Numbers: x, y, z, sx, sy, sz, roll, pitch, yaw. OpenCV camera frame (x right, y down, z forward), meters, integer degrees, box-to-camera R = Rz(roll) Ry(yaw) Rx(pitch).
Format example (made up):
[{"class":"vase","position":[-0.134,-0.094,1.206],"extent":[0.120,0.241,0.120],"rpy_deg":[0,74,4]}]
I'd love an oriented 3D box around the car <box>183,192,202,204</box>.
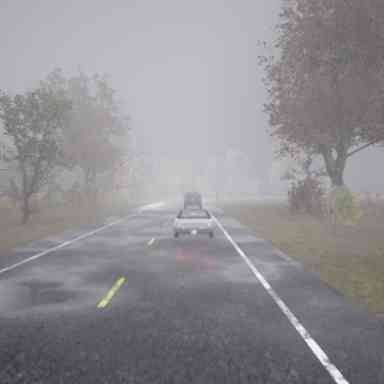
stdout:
[{"class":"car","position":[0.097,0.990,41.085],"extent":[2.150,2.045,5.566],"rpy_deg":[0,0,0]}]

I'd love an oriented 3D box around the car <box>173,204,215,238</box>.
[{"class":"car","position":[0.095,1.487,17.052],"extent":[1.895,1.301,4.718],"rpy_deg":[0,0,0]}]
